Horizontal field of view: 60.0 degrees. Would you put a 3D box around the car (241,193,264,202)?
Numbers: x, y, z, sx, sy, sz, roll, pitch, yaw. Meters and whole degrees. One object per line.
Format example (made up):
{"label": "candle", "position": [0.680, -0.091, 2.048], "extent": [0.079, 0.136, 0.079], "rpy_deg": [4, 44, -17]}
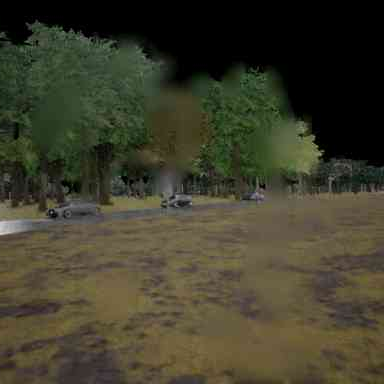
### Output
{"label": "car", "position": [9.994, 0.803, 54.183], "extent": [2.033, 1.411, 5.357], "rpy_deg": [-3, -1, 36]}

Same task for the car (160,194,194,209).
{"label": "car", "position": [-1.623, 1.058, 37.881], "extent": [1.837, 1.490, 4.892], "rpy_deg": [-3, -1, 36]}

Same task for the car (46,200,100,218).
{"label": "car", "position": [-9.473, 1.331, 26.751], "extent": [1.994, 1.385, 4.181], "rpy_deg": [-3, -1, 36]}
